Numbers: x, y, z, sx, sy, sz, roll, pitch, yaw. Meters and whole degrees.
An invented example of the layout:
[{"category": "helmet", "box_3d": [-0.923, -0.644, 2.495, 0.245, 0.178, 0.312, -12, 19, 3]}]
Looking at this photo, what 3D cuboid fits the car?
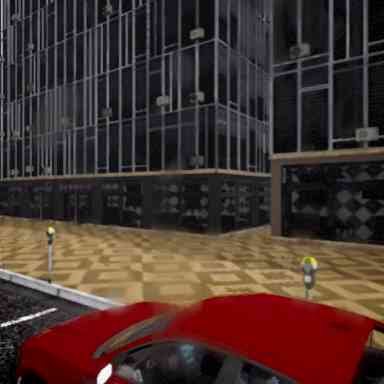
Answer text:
[{"category": "car", "box_3d": [0.362, 1.540, 2.619, 4.507, 1.381, 1.887, 0, 0, 36]}]
